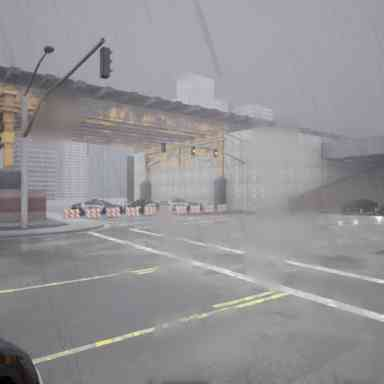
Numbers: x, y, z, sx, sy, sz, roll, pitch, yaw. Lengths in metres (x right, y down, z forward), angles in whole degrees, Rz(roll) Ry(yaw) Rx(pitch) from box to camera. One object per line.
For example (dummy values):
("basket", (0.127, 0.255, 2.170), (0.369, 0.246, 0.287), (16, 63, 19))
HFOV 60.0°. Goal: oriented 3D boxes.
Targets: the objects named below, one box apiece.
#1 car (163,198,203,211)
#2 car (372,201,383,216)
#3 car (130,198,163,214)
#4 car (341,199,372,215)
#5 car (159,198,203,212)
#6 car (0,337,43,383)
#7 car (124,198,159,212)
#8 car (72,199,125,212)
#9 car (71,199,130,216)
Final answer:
("car", (-1.360, 1.295, 38.571), (4.536, 1.218, 1.853), (0, 0, -7))
("car", (19.839, 1.547, 32.000), (5.357, 1.411, 2.033), (0, 0, -37))
("car", (-5.210, 1.453, 34.810), (2.038, 1.542, 4.974), (0, 0, 18))
("car", (17.480, 1.478, 34.601), (5.008, 1.535, 1.882), (0, 0, -37))
("car", (-1.308, 1.453, 38.578), (4.974, 1.542, 2.038), (0, 0, -7))
("car", (-3.274, 1.492, 1.436), (4.902, 1.511, 2.128), (0, 0, -35))
("car", (-5.195, 1.295, 34.859), (1.853, 1.218, 4.536), (0, 0, 18))
("car", (-9.001, 1.295, 32.123), (4.536, 1.218, 1.853), (0, 0, 8))
("car", (-8.949, 1.453, 32.116), (4.974, 1.542, 2.038), (0, 0, 8))
